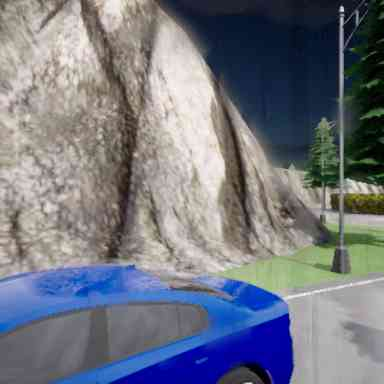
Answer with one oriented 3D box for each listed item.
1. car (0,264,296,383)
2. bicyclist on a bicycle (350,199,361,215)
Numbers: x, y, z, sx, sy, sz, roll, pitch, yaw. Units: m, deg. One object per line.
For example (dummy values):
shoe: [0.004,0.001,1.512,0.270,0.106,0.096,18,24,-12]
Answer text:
car: [-1.300,1.478,2.809,5.008,1.535,1.882,0,0,-33]
bicyclist on a bicycle: [16.383,1.502,33.344,1.656,1.620,0.582,0,0,-28]
